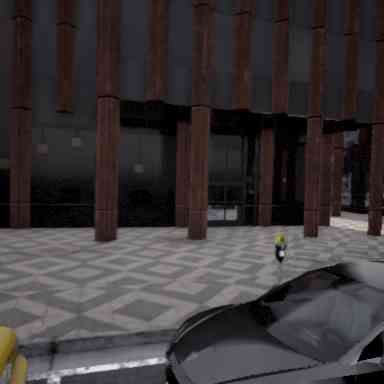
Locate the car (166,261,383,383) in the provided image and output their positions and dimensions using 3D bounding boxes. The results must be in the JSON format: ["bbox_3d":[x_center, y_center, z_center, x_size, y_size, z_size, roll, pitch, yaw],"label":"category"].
[{"bbox_3d":[1.909,1.513,3.544,4.313,1.339,1.947,1,2,-17],"label":"car"}]

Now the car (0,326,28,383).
[{"bbox_3d":[-3.648,1.353,1.868,4.829,1.417,1.752,1,2,-17],"label":"car"}]
